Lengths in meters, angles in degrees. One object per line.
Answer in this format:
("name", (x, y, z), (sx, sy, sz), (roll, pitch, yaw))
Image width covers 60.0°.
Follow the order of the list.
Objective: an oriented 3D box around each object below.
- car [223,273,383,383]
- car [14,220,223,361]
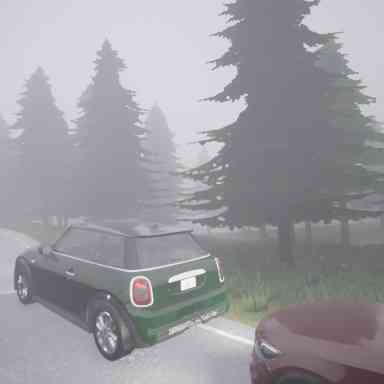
("car", (2.744, 1.531, 2.598), (4.674, 1.442, 1.812), (1, 0, 36))
("car", (-1.580, 1.308, 6.226), (4.553, 1.767, 2.097), (1, 1, 44))
